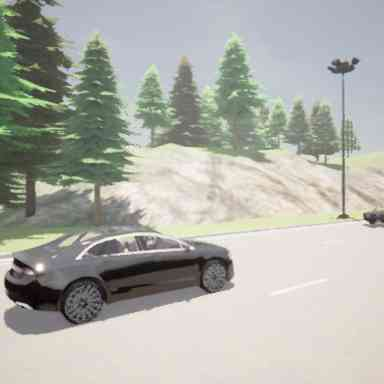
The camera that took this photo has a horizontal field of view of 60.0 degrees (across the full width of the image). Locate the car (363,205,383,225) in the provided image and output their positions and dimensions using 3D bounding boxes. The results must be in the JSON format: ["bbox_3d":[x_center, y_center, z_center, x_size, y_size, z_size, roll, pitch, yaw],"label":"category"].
[{"bbox_3d":[13.337,1.510,21.851,4.718,1.301,1.895,0,0,-35],"label":"car"}]

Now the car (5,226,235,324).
[{"bbox_3d":[-1.223,1.488,7.171,4.902,1.511,2.128,0,0,-35],"label":"car"}]
